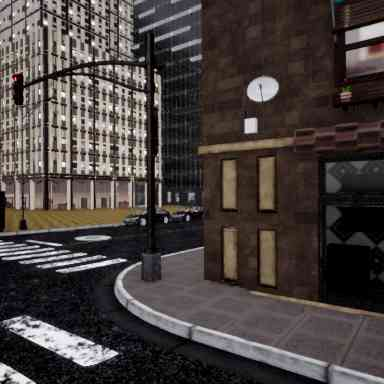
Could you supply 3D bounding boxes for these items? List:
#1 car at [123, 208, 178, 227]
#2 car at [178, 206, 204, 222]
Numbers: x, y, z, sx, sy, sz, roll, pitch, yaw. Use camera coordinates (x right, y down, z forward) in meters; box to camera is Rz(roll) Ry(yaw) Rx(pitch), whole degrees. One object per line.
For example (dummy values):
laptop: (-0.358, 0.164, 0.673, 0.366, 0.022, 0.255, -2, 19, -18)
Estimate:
car: (-3.451, 1.894, 25.898, 2.008, 1.369, 4.403, -2, -2, 35)
car: (-0.243, 1.975, 30.451, 2.008, 1.369, 4.403, -2, -2, 35)
